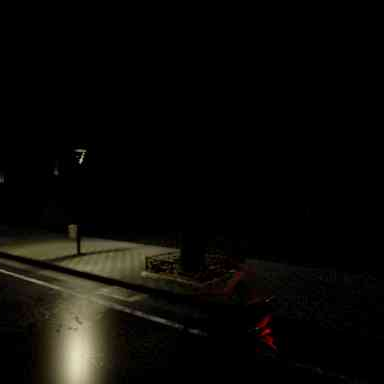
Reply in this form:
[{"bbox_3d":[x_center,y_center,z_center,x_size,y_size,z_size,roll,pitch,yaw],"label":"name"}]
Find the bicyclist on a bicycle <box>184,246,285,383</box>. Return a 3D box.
[{"bbox_3d":[0.483,1.502,4.297,1.509,1.612,0.866,0,-1,37],"label":"bicyclist on a bicycle"}]
